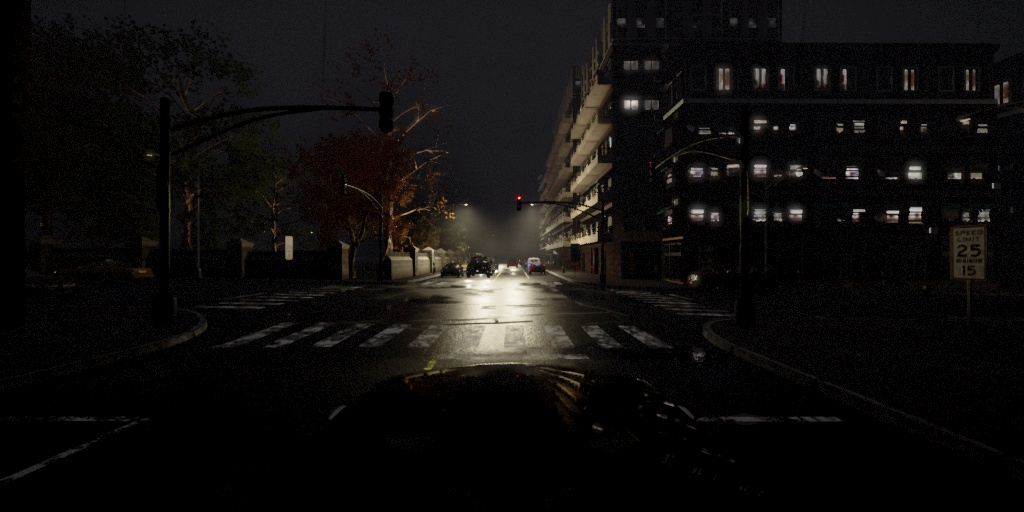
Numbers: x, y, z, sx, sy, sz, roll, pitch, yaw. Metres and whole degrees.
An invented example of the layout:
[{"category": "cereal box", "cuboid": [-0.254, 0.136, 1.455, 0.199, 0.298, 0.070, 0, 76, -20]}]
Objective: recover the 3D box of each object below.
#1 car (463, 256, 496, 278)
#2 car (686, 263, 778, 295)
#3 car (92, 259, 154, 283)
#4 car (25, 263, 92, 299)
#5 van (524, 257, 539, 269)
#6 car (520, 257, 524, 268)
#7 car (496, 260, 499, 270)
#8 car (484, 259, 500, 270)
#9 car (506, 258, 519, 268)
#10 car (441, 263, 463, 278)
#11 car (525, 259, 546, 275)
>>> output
[{"category": "car", "cuboid": [-3.036, 0.986, 34.662, 2.150, 2.045, 5.566, 0, 0, 1]}, {"category": "car", "cuboid": [13.480, 1.353, 22.005, 5.009, 1.841, 2.192, 0, 0, 0]}, {"category": "car", "cuboid": [-24.713, 0.883, 21.700, 4.829, 1.417, 1.751, 0, 0, 0]}, {"category": "car", "cuboid": [-18.945, 1.007, 13.365, 4.207, 1.307, 1.802, 0, 0, 0]}, {"category": "van", "cuboid": [2.758, 1.116, 45.623, 1.690, 1.789, 3.998, 0, 0, 0]}, {"category": "car", "cuboid": [2.775, 1.230, 56.884, 1.967, 1.591, 4.097, 0, 0, 0]}, {"category": "car", "cuboid": [-3.032, 1.322, 44.914, 2.033, 1.411, 5.357, 0, 0, 0]}, {"category": "car", "cuboid": [-3.008, 1.279, 55.013, 2.128, 1.511, 4.902, 0, 0, 0]}, {"category": "car", "cuboid": [0.093, 1.304, 62.667, 1.837, 1.490, 4.892, 0, 0, 0]}, {"category": "car", "cuboid": [-5.640, 1.330, 34.376, 1.948, 1.339, 4.313, 0, 0, 0]}, {"category": "car", "cuboid": [2.749, 1.314, 39.993, 1.888, 1.381, 4.507, 0, 0, 0]}]
